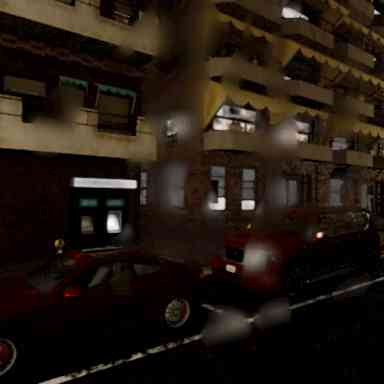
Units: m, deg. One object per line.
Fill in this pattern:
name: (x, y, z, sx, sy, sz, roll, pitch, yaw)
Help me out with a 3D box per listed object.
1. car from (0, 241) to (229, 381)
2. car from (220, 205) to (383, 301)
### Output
car: (-1.636, 1.582, 5.334, 4.206, 1.307, 1.802, 0, 1, -35)
car: (2.885, 1.315, 8.548, 5.009, 1.841, 2.192, 0, 1, -35)
